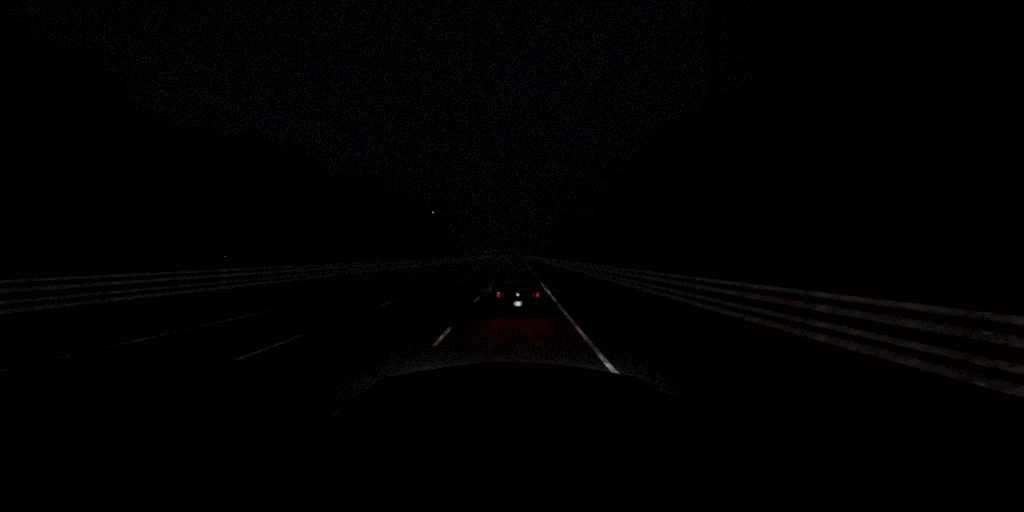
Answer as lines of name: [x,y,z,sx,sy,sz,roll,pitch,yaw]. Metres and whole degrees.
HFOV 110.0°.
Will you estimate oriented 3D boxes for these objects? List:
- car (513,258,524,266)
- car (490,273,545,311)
car: [1.192,1.043,65.008,1.837,1.490,4.892,0,0,1]
car: [0.237,1.324,14.325,1.895,1.301,4.718,0,0,1]
